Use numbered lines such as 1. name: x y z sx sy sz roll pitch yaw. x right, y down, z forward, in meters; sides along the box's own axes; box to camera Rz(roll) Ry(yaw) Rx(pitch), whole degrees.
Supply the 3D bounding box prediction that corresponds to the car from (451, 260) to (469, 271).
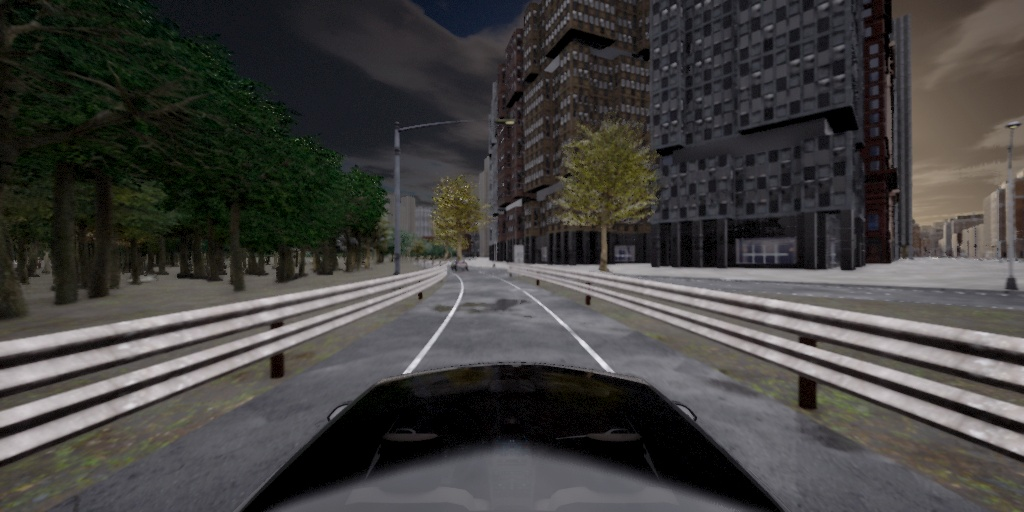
1. car: -7.369 1.338 50.468 2.128 1.511 4.902 0 0 -18
